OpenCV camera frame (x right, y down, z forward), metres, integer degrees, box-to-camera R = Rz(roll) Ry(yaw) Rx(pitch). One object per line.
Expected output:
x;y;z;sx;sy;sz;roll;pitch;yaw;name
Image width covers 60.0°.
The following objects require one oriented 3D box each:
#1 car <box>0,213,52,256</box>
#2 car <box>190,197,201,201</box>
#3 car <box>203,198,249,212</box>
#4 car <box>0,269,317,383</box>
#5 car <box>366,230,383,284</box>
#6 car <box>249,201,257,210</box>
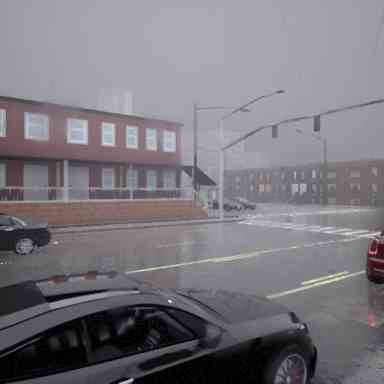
-7.502;1.505;11.534;4.892;1.490;1.837;0;0;-36;car
0.106;1.522;50.009;1.812;1.442;4.674;0;0;-36;car
3.793;1.488;38.820;2.128;1.511;4.902;0;0;-36;car
-0.786;1.526;3.193;4.674;1.442;1.812;0;0;-35;car
6.415;1.351;8.377;4.553;1.767;2.097;0;0;-35;car
5.984;1.501;41.774;1.837;1.490;4.892;0;0;-36;car
